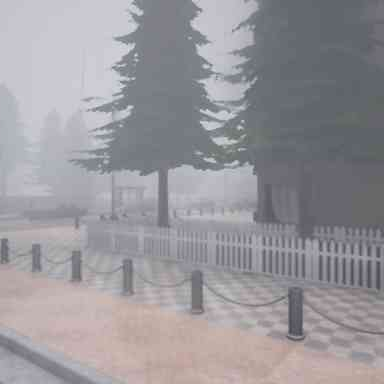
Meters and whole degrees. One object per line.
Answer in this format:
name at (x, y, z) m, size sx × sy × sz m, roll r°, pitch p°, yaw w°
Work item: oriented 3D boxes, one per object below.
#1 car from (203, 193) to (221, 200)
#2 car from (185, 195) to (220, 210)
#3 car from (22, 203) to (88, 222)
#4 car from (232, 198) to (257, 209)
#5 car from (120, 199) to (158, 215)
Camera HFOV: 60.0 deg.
car at (5.523, 1.132, 83.254) m, size 1.932 × 1.855 × 4.605 m, roll 0°, pitch 0°, yaw 36°
car at (1.123, 1.504, 41.975) m, size 1.812 × 1.442 × 4.674 m, roll 0°, pitch 0°, yaw 37°
car at (-10.785, 1.580, 26.331) m, size 1.895 × 1.301 × 4.718 m, roll 0°, pitch 0°, yaw 37°
car at (7.263, 1.527, 43.987) m, size 2.033 × 1.411 × 5.357 m, roll 0°, pitch 0°, yaw 37°
car at (-5.139, 1.470, 33.763) m, size 2.128 × 1.511 × 4.902 m, roll 0°, pitch 0°, yaw 37°
